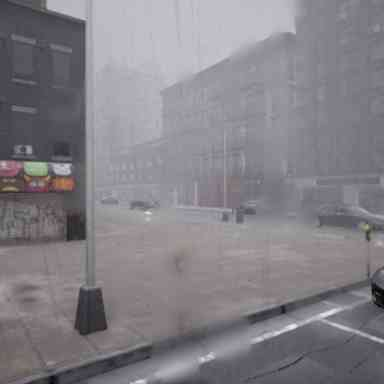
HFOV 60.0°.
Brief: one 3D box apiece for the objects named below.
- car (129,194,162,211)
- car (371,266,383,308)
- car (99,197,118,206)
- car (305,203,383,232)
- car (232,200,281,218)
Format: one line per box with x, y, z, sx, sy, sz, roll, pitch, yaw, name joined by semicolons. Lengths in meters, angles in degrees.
-5.733;1.266;40.445;2.150;2.045;5.566;0;0;-35;car
5.329;1.543;6.608;4.313;1.339;1.947;0;0;-35;car
-14.629;1.566;58.018;1.882;1.535;5.008;0;0;-35;car
9.078;1.473;19.615;1.837;1.490;4.892;0;2;-36;car
5.628;1.477;29.558;2.128;1.511;4.902;0;0;-35;car
